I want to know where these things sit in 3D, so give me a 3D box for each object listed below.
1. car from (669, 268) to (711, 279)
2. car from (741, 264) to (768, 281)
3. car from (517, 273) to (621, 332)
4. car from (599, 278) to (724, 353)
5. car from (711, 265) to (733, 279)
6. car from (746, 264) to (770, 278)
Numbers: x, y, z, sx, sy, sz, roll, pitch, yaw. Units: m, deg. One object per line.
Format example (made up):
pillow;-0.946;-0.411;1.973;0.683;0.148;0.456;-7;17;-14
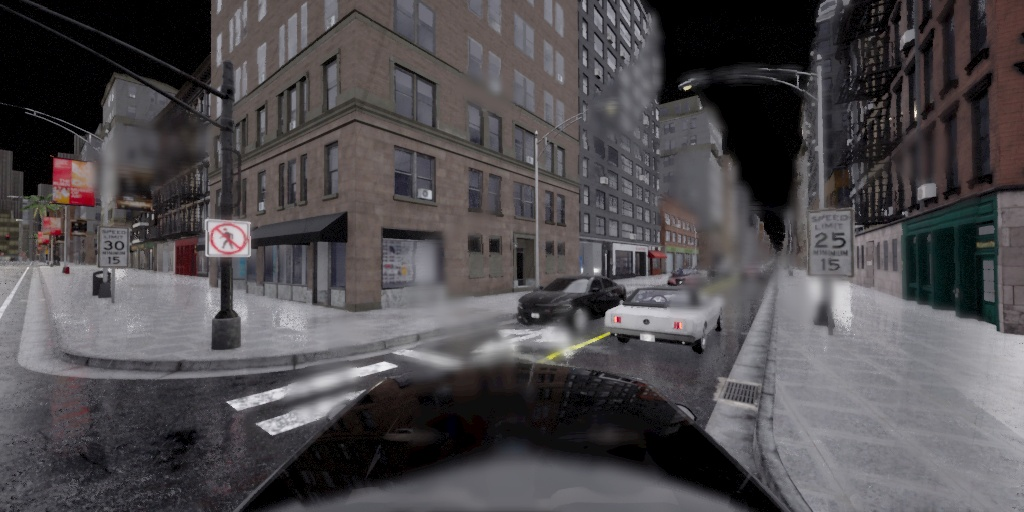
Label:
car;12.410;1.598;25.368;1.994;1.385;4.181;-1;-1;37
car;23.557;1.624;34.965;2.128;1.511;4.902;-1;-1;37
car;2.123;1.351;11.679;1.882;1.535;5.008;-1;-1;37
car;4.141;1.424;9.201;1.895;1.301;4.718;-1;-1;37
car;22.856;1.706;39.128;1.837;1.490;4.892;-1;-1;37
car;29.546;1.742;43.009;2.128;1.511;4.902;-1;-1;37
